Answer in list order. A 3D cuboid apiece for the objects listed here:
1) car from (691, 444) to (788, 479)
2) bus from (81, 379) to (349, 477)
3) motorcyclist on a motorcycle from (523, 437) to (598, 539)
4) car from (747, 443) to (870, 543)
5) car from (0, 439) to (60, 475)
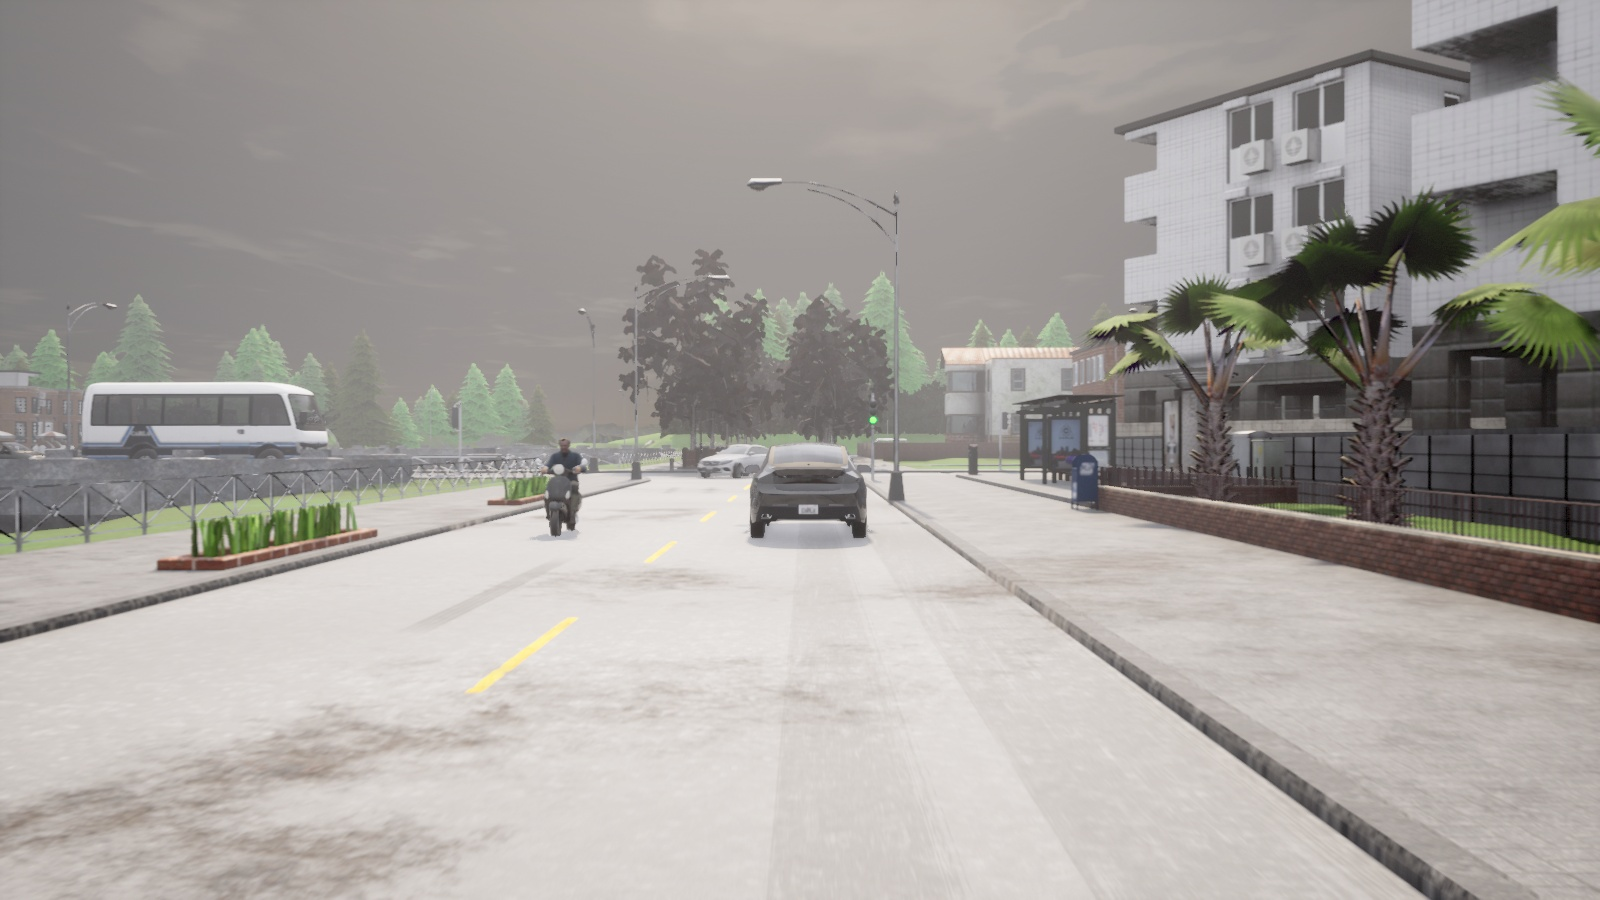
[{"bbox_3d":[-2.550,0.466,53.909,1.812,1.442,4.674,0,0,32],"label":"car"},{"bbox_3d":[-26.170,-0.970,56.564,10.273,4.253,3.944,0,0,2],"label":"bus"},{"bbox_3d":[-3.867,0.582,20.443,0.866,1.590,1.817,0,0,0],"label":"motorcyclist on a motorcycle"},{"bbox_3d":[0.138,0.631,21.293,1.837,1.490,4.892,0,0,0],"label":"car"},{"bbox_3d":[-35.864,0.297,56.591,3.988,1.617,1.851,0,0,2],"label":"car"}]
